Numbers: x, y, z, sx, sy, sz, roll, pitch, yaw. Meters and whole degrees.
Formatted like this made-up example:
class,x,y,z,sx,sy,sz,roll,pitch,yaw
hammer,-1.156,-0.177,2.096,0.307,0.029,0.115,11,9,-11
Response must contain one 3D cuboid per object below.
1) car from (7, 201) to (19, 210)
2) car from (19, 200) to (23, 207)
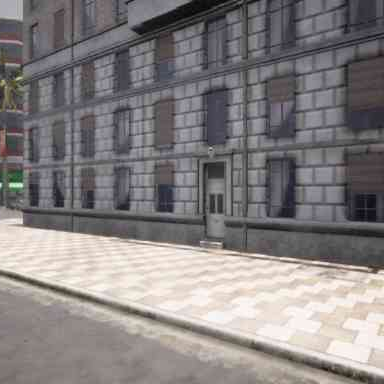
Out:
class,x,y,z,sx,sy,sz,roll,pitch,yaw
car,-20.821,1.564,41.787,1.994,1.385,4.181,0,0,36
car,-17.725,1.526,40.103,1.812,1.442,4.674,0,0,36
